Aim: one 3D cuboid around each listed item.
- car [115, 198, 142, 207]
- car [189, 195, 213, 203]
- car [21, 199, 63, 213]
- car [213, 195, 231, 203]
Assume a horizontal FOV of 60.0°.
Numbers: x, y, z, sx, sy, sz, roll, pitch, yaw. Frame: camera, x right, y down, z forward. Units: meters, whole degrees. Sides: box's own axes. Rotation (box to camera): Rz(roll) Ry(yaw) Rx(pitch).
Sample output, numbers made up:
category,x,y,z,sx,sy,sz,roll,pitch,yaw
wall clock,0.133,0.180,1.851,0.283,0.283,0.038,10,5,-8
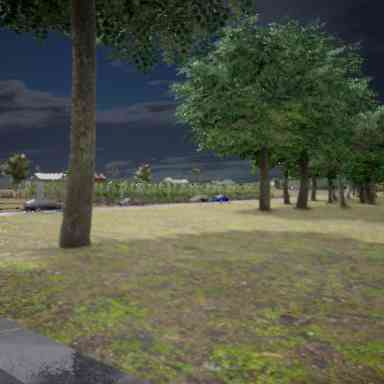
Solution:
category,x,y,z,sx,sy,sz,roll,pitch,yaw
car,-9.319,1.521,49.148,1.994,1.385,4.181,-1,-1,35
car,1.427,1.339,64.339,2.097,1.767,4.553,-1,-1,35
car,-15.561,1.437,35.142,1.812,1.442,4.674,-1,-1,35
car,5.813,1.356,65.682,1.882,1.535,5.008,-1,0,35
